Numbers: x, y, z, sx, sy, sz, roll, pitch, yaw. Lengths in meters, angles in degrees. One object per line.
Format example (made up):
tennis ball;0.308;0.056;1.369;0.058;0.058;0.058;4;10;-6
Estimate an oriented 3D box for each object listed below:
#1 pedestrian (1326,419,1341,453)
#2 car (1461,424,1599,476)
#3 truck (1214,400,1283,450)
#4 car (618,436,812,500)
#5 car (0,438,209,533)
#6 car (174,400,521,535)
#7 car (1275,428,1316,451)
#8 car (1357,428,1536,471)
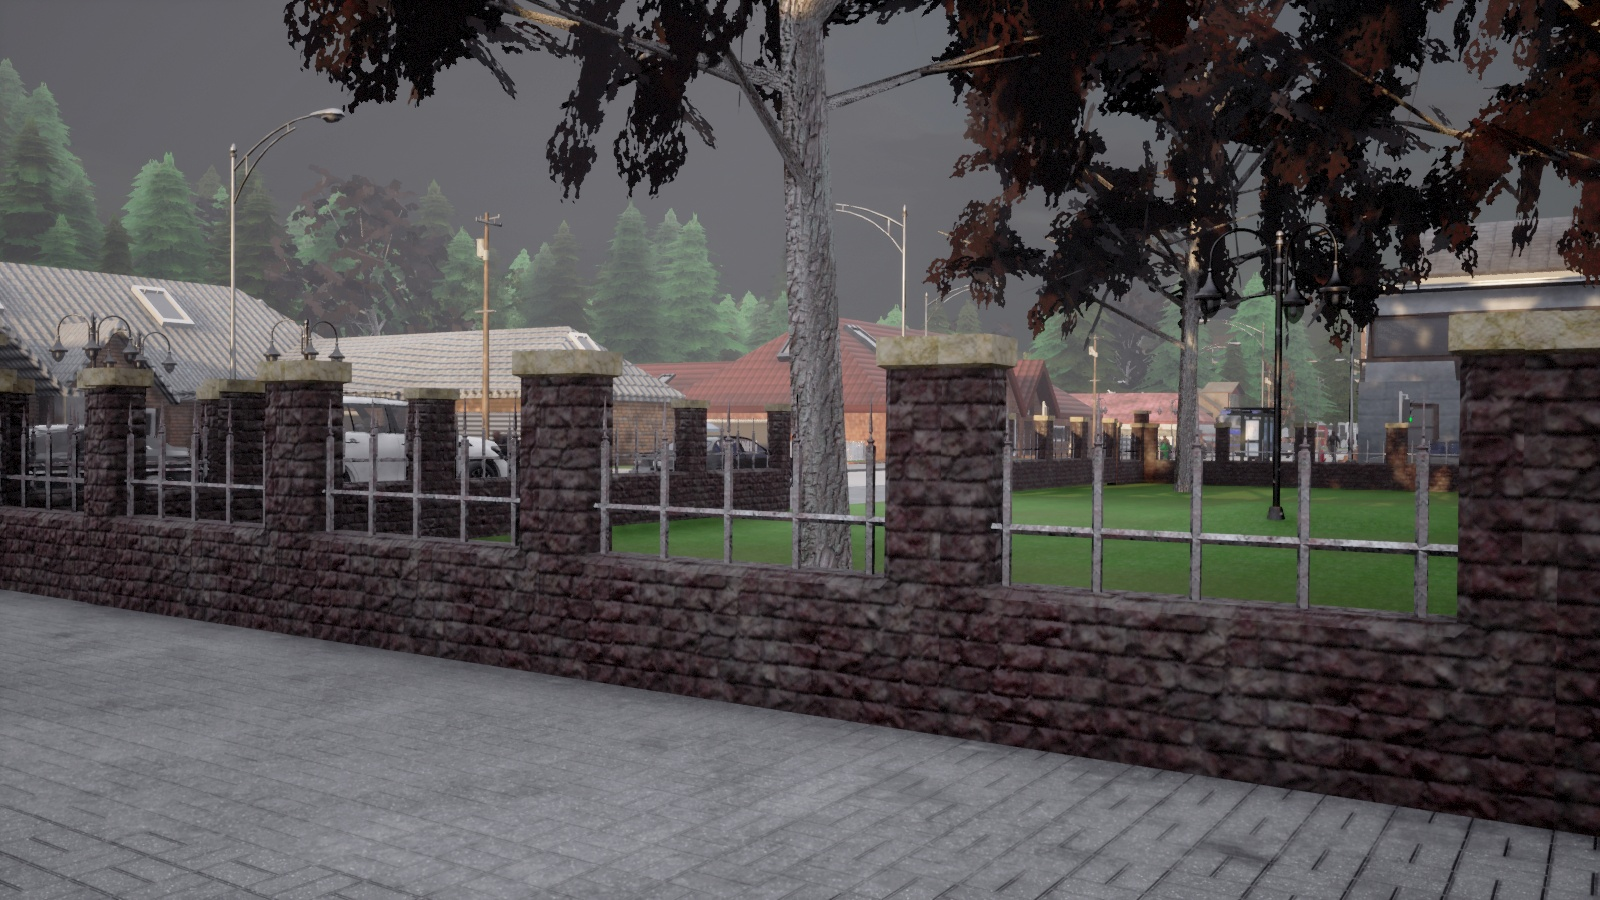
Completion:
pedestrian;30.097;-0.798;70.822;0.563;1.883;0.849;0;1;39
car;23.066;-0.023;38.337;5.008;1.535;1.882;0;1;30
truck;32.625;-1.790;91.120;2.891;3.462;7.936;0;1;33
car;-1.944;0.375;30.879;2.033;1.411;5.357;0;1;31
car;-12.962;0.560;21.473;1.837;1.490;4.892;0;1;34
car;-7.683;0.219;22.017;2.150;2.045;5.566;0;1;32
car;33.782;-0.729;85.583;1.845;1.501;3.633;0;1;33
car;22.437;-0.020;43.661;5.357;1.411;2.033;0;1;33
